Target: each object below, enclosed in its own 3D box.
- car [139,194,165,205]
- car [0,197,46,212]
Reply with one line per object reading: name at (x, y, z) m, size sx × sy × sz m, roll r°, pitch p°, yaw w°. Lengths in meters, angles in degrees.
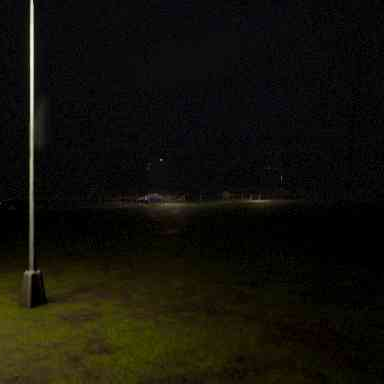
car at (-6.746, 1.154, 55.827) m, size 2.097 × 1.767 × 4.553 m, roll 1°, pitch 1°, yaw 44°
car at (-19.398, 1.367, 38.102) m, size 1.882 × 1.535 × 5.008 m, roll 1°, pitch 1°, yaw 43°
